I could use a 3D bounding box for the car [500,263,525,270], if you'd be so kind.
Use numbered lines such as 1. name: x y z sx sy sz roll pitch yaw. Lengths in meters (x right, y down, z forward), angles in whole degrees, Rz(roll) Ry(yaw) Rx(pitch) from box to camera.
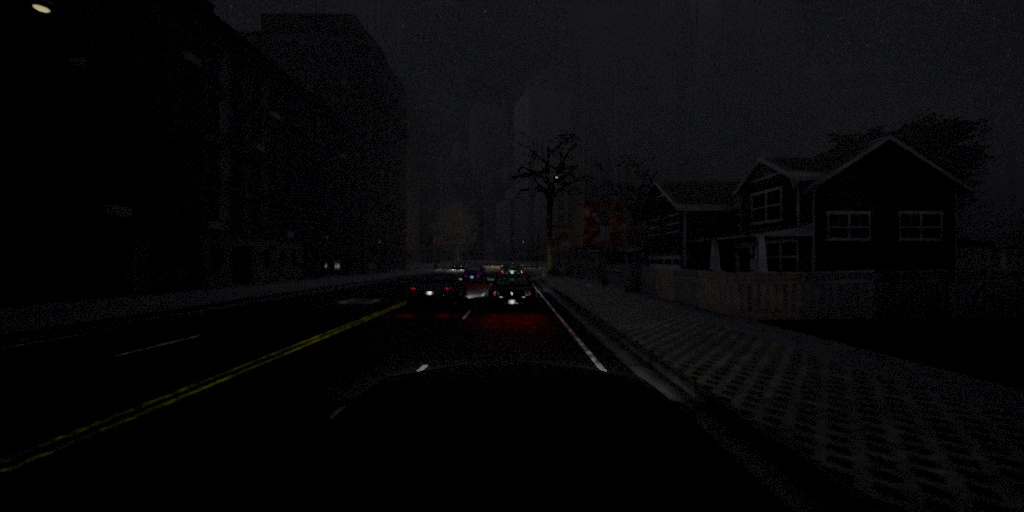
1. car: 0.012 1.360 30.923 2.097 1.767 4.553 0 -1 0

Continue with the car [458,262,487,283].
1. car: -3.235 1.538 31.228 1.812 1.442 4.674 0 0 0

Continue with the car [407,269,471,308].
1. car: -3.242 1.447 16.155 1.994 1.385 4.181 0 0 0

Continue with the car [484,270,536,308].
1. car: 0.006 1.482 15.956 1.895 1.301 4.718 0 0 0
